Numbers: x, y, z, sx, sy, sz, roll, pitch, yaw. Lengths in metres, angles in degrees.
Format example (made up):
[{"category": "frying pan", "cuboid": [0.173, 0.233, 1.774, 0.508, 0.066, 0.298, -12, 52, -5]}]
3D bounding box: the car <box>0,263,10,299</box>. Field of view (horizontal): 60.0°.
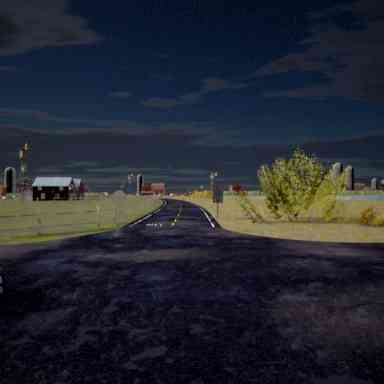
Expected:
[{"category": "car", "cuboid": [-5.667, 1.561, 7.011, 4.181, 1.385, 1.994, 0, 0, 37]}]
